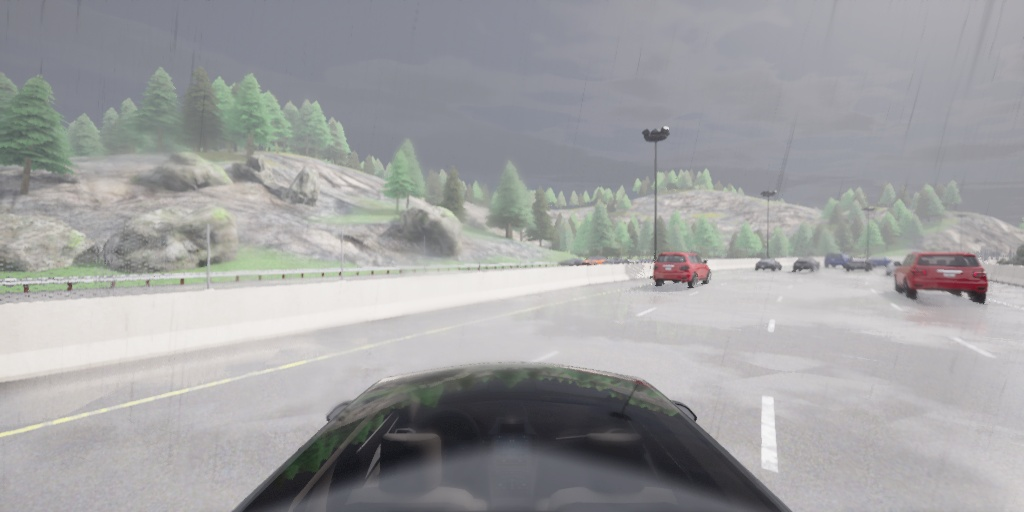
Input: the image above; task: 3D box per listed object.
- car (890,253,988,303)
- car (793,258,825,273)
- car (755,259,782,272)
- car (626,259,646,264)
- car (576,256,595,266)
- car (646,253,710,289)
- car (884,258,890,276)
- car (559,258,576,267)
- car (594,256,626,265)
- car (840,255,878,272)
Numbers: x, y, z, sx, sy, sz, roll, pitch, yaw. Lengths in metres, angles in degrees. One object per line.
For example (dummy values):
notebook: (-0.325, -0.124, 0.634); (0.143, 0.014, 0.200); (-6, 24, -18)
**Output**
car: (19.395, 0.876, 16.429); (2.150, 2.045, 5.566); (0, 0, 42)
car: (31.924, 1.010, 38.801); (4.892, 1.490, 1.837); (1, -1, -41)
car: (29.655, 1.017, 41.464); (4.674, 1.442, 1.812); (0, 0, -41)
car: (16.514, 1.016, 43.902); (5.357, 1.411, 2.033); (0, 1, -44)
car: (11.147, 0.787, 48.454); (4.553, 1.767, 2.097); (-1, 1, -44)
car: (10.626, 0.833, 22.338); (2.150, 2.045, 5.566); (0, 0, 41)
car: (35.129, 1.082, 32.266); (4.674, 1.442, 1.812); (0, 0, -42)
car: (8.956, 0.964, 51.203); (5.357, 1.411, 2.033); (0, 1, -44)
car: (13.068, 0.950, 45.451); (4.902, 1.511, 2.128); (0, 0, -44)
car: (38.983, 0.995, 40.201); (4.902, 1.511, 2.128); (0, 1, -39)
